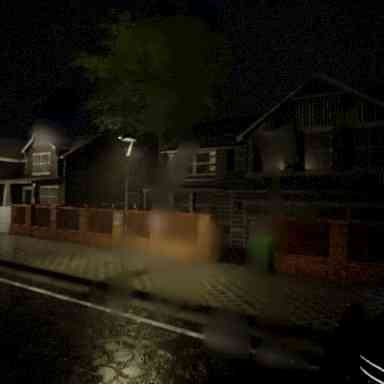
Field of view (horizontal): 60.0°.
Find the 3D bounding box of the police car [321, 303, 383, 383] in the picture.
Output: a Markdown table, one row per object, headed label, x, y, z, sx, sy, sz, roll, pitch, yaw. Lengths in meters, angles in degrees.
| label | x | y | z | sx | sy | sz | roll | pitch | yaw |
| --- | --- | --- | --- | --- | --- | --- | --- | --- | --- |
| police car | 3.817 | 1.572 | 2.506 | 5.238 | 1.638 | 1.930 | 0 | -1 | 33 |
